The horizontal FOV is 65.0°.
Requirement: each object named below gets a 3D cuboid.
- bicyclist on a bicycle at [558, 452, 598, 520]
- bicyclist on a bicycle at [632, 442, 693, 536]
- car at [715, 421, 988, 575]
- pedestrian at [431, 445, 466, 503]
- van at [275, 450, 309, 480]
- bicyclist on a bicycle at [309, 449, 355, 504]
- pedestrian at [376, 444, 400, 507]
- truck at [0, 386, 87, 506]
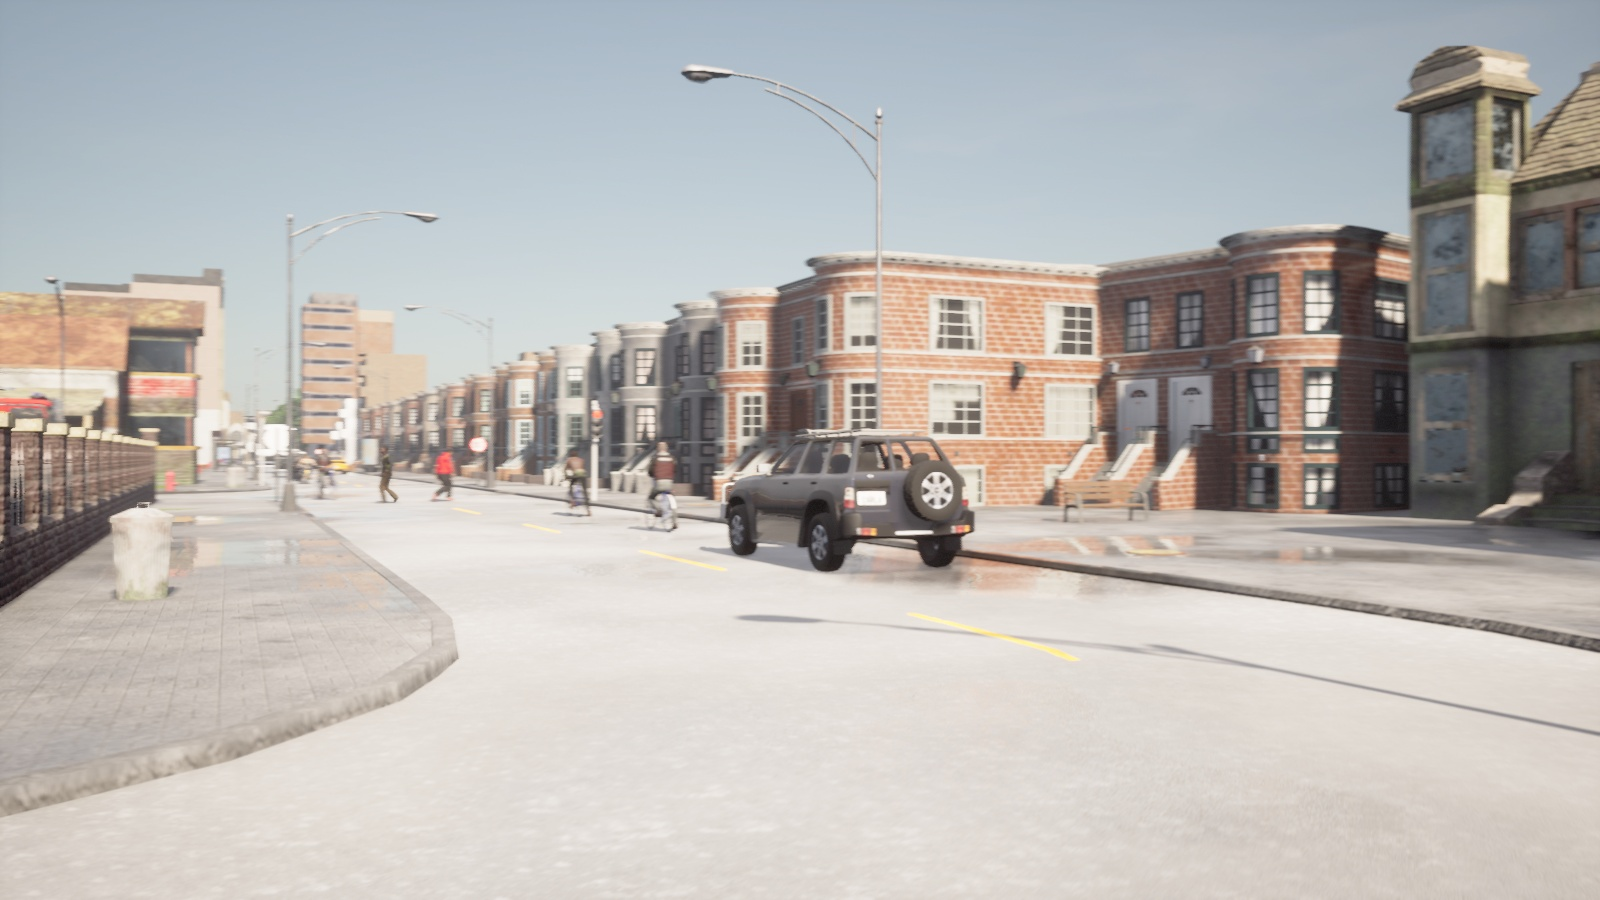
[{"bbox_3d":[-5.457,0.867,30.840,0.582,1.620,1.656,0,-1,-24],"label":"bicyclist on a bicycle"},{"bbox_3d":[-2.741,0.745,24.836,0.659,1.776,1.843,0,0,-24],"label":"bicyclist on a bicycle"},{"bbox_3d":[0.540,0.639,17.617,1.932,1.855,4.605,0,-2,-24],"label":"car"},{"bbox_3d":[-11.372,0.778,40.634,0.899,1.844,0.634,0,0,-36],"label":"pedestrian"},{"bbox_3d":[-35.684,1.029,88.134,2.069,2.038,4.480,0,0,-24],"label":"van"},{"bbox_3d":[-15.626,0.876,41.911,0.659,1.776,1.843,-3,1,-44],"label":"bicyclist on a bicycle"},{"bbox_3d":[-12.773,0.778,38.939,0.692,1.930,0.395,0,0,-19],"label":"pedestrian"},{"bbox_3d":[-27.884,-0.119,40.325,8.468,3.827,2.891,0,0,-24],"label":"truck"}]
